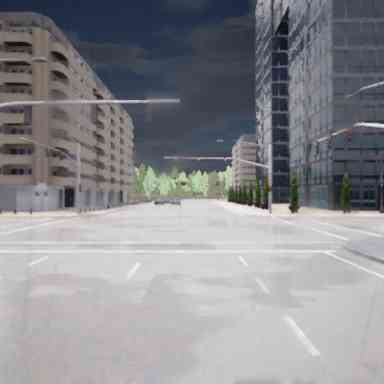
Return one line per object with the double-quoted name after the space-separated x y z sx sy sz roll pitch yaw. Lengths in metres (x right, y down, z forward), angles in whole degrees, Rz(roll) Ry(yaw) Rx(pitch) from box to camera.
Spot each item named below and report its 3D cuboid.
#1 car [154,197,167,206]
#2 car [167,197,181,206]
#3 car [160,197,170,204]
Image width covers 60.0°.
-7.060 2.205 71.730 2.033 1.411 5.357 0 -1 1 "car"
-3.560 2.020 71.718 2.097 1.767 4.553 0 -1 1 "car"
-6.895 2.148 85.098 2.097 1.767 4.553 0 -1 1 "car"
